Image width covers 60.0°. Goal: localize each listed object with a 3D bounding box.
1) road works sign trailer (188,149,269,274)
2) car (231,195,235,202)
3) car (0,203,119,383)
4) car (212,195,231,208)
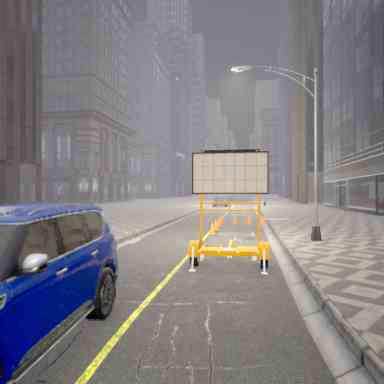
[{"bbox_3d":[1.215,0.459,10.625,2.380,3.560,2.880,0,0,9],"label":"road works sign trailer"},{"bbox_3d":[8.567,1.411,73.915,1.994,1.385,4.181,0,0,9],"label":"car"},{"bbox_3d":[-2.690,1.223,4.463,2.150,2.045,5.566,0,0,5],"label":"car"},{"bbox_3d":[4.012,1.271,46.765,2.097,1.767,4.553,0,0,9],"label":"car"}]
